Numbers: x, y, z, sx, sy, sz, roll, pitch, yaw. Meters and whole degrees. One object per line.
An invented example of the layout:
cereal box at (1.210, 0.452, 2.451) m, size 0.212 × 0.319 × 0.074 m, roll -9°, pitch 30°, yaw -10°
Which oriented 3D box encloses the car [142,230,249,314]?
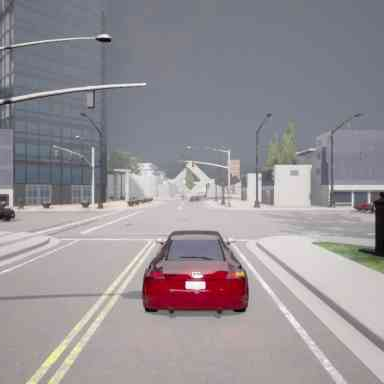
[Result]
car at (0.074, 1.564, 7.695) m, size 1.994 × 1.385 × 4.181 m, roll 0°, pitch 0°, yaw 0°

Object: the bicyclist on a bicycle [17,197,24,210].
bicyclist on a bicycle at (-21.982, 1.466, 42.585) m, size 0.582 × 1.620 × 1.656 m, roll -1°, pitch 0°, yaw 0°

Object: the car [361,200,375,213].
car at (20.214, 1.553, 33.644) m, size 4.718 × 1.301 × 1.895 m, roll 0°, pitch 0°, yaw 0°

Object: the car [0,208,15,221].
car at (-16.602, 1.587, 26.151) m, size 5.008 × 1.535 × 1.882 m, roll -1°, pitch 0°, yaw 0°

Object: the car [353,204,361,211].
car at (20.656, 1.553, 37.139) m, size 4.718 × 1.301 × 1.895 m, roll 0°, pitch 0°, yaw 0°

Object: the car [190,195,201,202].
car at (0.772, 1.524, 77.317) m, size 1.812 × 1.442 × 4.674 m, roll 0°, pitch 0°, yaw 12°
